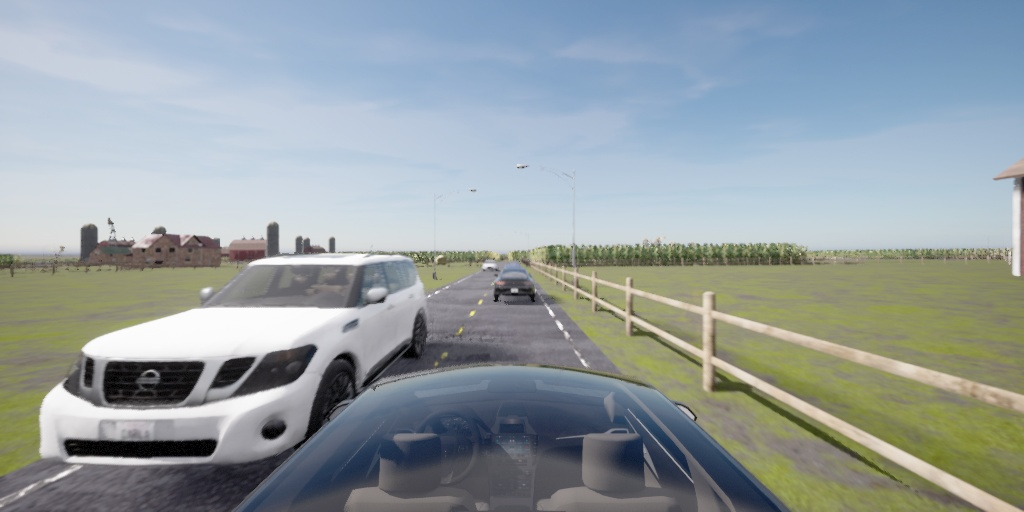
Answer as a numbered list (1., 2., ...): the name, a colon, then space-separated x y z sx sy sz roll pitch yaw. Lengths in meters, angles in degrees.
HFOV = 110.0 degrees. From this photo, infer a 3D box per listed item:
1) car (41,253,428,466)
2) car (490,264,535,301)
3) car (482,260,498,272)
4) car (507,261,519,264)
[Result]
1. car: -2.847 0.970 5.473 2.150 2.045 5.566 0 0 0
2. car: 0.106 1.271 17.180 1.812 1.442 4.674 0 0 0
3. car: -2.814 1.266 46.254 1.812 1.442 4.674 0 0 0
4. car: 0.115 1.288 39.483 2.033 1.411 5.357 0 0 0
